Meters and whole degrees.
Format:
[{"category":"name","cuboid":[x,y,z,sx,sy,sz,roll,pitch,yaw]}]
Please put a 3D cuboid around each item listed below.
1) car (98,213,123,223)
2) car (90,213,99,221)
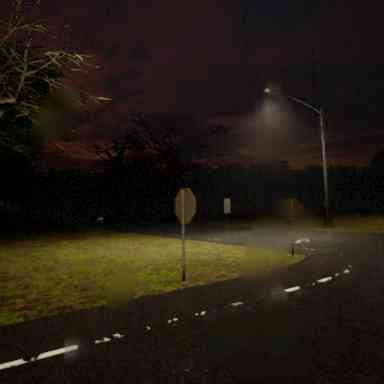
[{"category":"car","cuboid":[-13.124,4.294,54.948,2.033,1.411,5.357,-1,-2,-34]},{"category":"car","cuboid":[-17.137,4.526,60.718,2.128,1.511,4.902,-1,-1,-35]}]
